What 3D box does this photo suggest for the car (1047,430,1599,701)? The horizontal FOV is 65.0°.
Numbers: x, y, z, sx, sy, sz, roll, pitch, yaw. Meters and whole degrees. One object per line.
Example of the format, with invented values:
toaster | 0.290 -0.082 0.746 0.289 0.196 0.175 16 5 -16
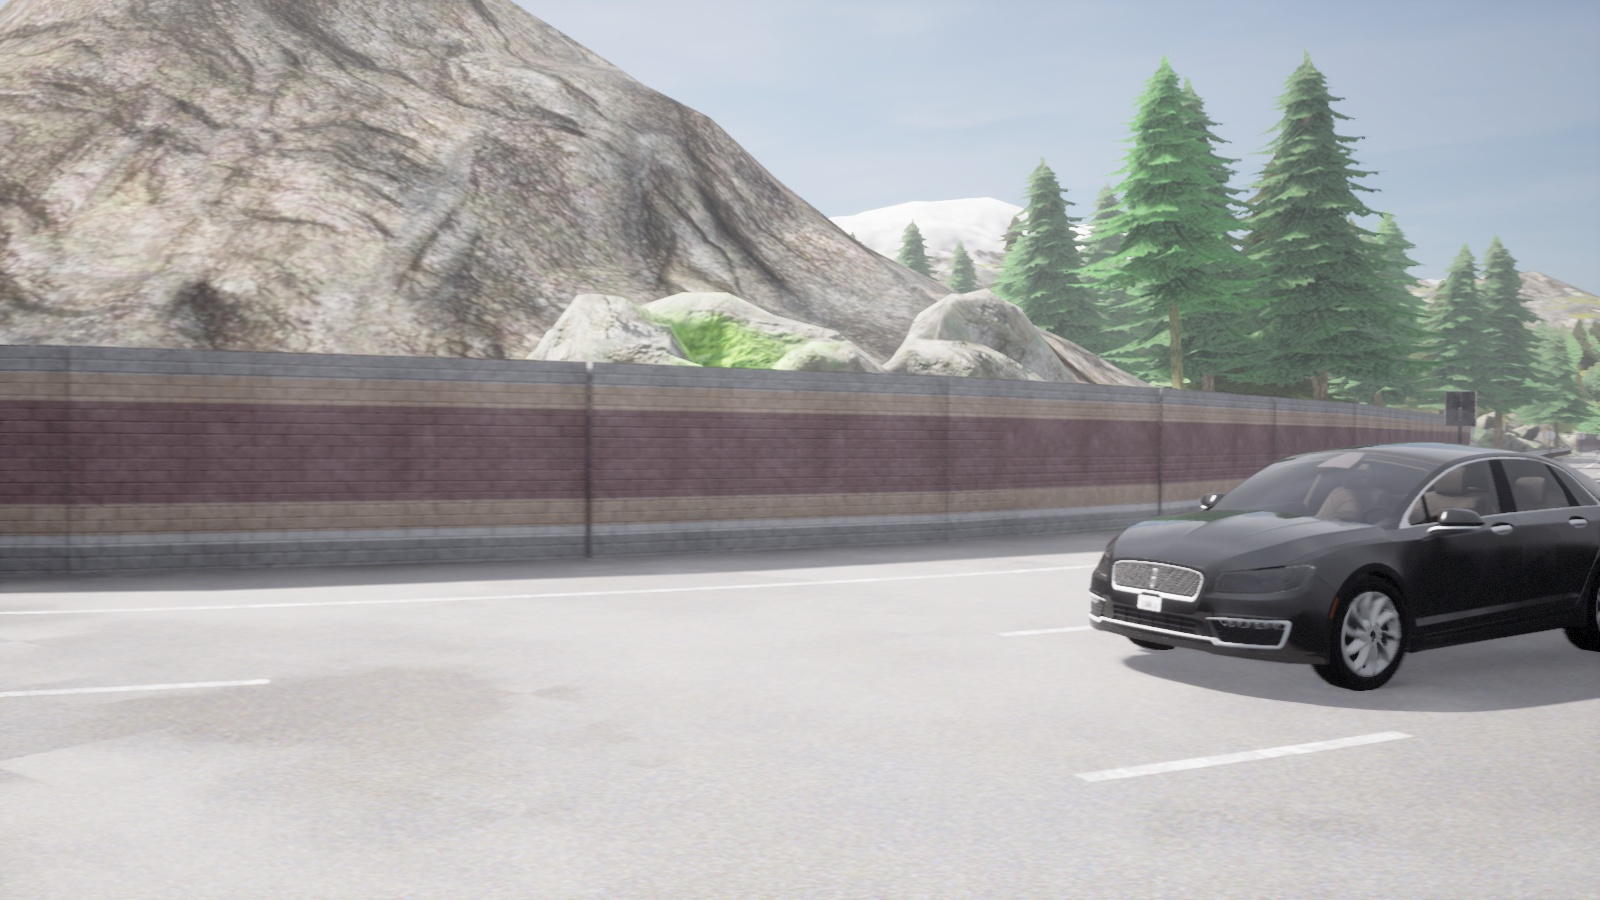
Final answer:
car | 4.285 0.626 9.183 4.892 1.490 1.837 -1 1 -31
